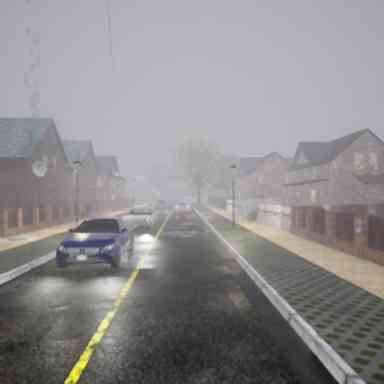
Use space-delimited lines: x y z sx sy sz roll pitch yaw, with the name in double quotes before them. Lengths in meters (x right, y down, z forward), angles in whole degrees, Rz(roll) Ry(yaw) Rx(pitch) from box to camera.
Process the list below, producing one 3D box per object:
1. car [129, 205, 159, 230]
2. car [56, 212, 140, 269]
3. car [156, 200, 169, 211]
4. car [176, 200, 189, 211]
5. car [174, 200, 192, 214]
"car" -3.504 1.796 22.528 1.895 1.301 4.718 0 0 -2
"car" -3.177 1.630 11.749 1.812 1.442 4.674 0 -1 -2
"car" -4.314 1.913 48.183 1.812 1.442 4.674 0 0 -2
"car" -1.405 1.922 49.507 1.812 1.442 4.674 0 0 -2
"car" -1.088 1.849 39.543 1.812 1.442 4.674 0 0 -2
